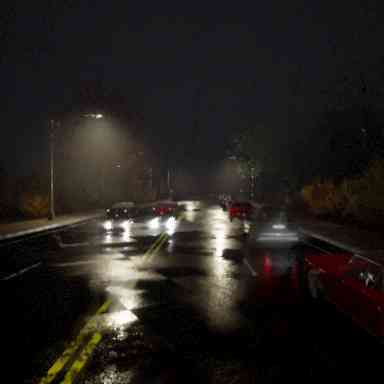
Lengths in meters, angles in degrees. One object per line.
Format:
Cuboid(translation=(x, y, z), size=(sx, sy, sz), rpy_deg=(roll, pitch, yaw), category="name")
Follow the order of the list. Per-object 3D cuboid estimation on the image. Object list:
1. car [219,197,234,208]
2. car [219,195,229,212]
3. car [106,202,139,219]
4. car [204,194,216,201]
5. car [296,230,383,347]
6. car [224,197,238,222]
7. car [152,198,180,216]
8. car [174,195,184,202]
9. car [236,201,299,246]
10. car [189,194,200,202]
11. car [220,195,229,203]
Cuboid(translation=(4.974, 1.498, 47.963), size=(1.994, 1.385, 4.181), rpy_deg=(0, 0, 4), category="car")
Cuboid(translation=(4.294, 1.449, 37.060), size=(2.128, 1.511, 4.902), rpy_deg=(0, 0, 3), category="car")
Cuboid(translation=(-5.943, 1.570, 28.905), size=(1.895, 1.301, 4.718), rpy_deg=(0, 0, 2), category="car")
Cuboid(translation=(4.569, 1.350, 79.343), size=(1.895, 1.301, 4.718), rpy_deg=(0, 0, 7), category="car")
Cuboid(translation=(3.398, 1.599, 5.369), size=(1.895, 1.301, 4.718), rpy_deg=(0, 0, 0), category="car")
Cuboid(translation=(3.783, 1.452, 26.148), size=(1.882, 1.535, 5.008), rpy_deg=(0, 0, 2), category="car")
Cuboid(translation=(-2.567, 1.567, 31.640), size=(1.895, 1.301, 4.718), rpy_deg=(0, 0, 3), category="car")
Cuboid(translation=(-2.893, 1.414, 70.391), size=(2.033, 1.411, 5.357), rpy_deg=(0, 0, 6), category="car")
Cuboid(translation=(3.441, 1.420, 15.229), size=(2.033, 1.649, 4.856), rpy_deg=(0, 0, 1), category="car")
Cuboid(translation=(0.570, 1.205, 72.261), size=(2.097, 1.767, 4.553), rpy_deg=(0, 0, 6), category="car")
Cuboid(translation=(6.840, 1.349, 69.732), size=(1.882, 1.535, 5.008), rpy_deg=(0, 0, 6), category="car")
